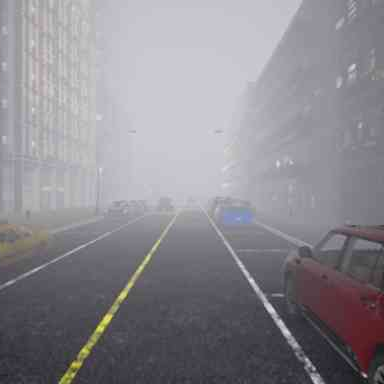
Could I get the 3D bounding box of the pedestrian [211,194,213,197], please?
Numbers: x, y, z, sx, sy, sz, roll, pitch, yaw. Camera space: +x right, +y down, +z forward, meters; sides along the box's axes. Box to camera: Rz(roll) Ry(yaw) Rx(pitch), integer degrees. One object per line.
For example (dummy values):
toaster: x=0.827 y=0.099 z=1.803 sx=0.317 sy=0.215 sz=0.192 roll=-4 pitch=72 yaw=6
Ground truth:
pedestrian: x=3.013 y=1.282 z=50.124 sx=0.375 sy=1.860 sz=0.375 roll=0 pitch=0 yaw=-1

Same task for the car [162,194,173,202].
car: x=-5.673 y=1.307 z=76.425 sx=2.192 sy=1.841 sz=5.009 roll=0 pitch=0 yaw=0

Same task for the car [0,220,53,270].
car: x=-5.690 y=1.521 z=9.644 sx=1.752 sy=1.417 sz=4.829 roll=0 pitch=0 yaw=0

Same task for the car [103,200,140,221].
car: x=-5.686 y=1.430 z=26.466 sx=1.967 sy=1.590 sz=4.097 roll=0 pitch=0 yaw=0

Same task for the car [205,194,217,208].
car: x=2.696 y=1.304 z=32.016 sx=2.192 sy=1.841 sz=5.009 roll=0 pitch=0 yaw=0

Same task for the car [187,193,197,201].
car: x=0.021 y=1.196 z=77.111 sx=2.097 sy=1.767 sz=4.553 roll=0 pitch=0 yaw=0

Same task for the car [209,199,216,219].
car: x=2.695 y=1.541 z=26.465 sx=2.008 sy=1.369 sz=4.403 roll=0 pitch=0 yaw=0

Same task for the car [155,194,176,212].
car: x=-3.082 y=1.341 z=39.085 sx=2.097 sy=1.767 sz=4.553 roll=0 pitch=0 yaw=0

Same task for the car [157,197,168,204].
car: x=-5.676 y=1.571 z=65.323 sx=1.802 sy=1.307 sz=4.206 roll=0 pitch=0 yaw=0

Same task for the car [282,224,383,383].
car: x=2.689 y=1.313 z=4.262 sx=2.192 sy=1.841 sz=5.009 roll=0 pitch=0 yaw=0

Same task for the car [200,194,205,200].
car: x=2.708 y=1.308 z=81.974 sx=2.192 sy=1.841 sz=5.009 roll=0 pitch=0 yaw=0

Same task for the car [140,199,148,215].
car: x=-5.684 y=1.514 z=31.847 sx=1.752 sy=1.417 sz=4.829 roll=0 pitch=0 yaw=0

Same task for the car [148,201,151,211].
car: x=-5.683 y=1.539 z=37.568 sx=2.008 sy=1.369 sz=4.403 roll=0 pitch=0 yaw=0

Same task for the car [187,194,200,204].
car: x=0.028 y=1.520 z=61.707 sx=1.812 sy=1.442 sz=4.674 roll=0 pitch=0 yaw=1

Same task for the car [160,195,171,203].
car: x=-5.675 y=1.431 z=70.874 sx=1.967 sy=1.590 sz=4.097 roll=0 pitch=0 yaw=0

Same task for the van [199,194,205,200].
van: x=2.711 y=1.339 z=93.077 sx=1.690 sy=1.788 sz=3.998 roll=0 pitch=0 yaw=0

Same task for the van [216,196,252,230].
van: x=2.693 y=1.332 z=20.914 sx=1.690 sy=1.788 sz=3.998 roll=0 pitch=0 yaw=0
